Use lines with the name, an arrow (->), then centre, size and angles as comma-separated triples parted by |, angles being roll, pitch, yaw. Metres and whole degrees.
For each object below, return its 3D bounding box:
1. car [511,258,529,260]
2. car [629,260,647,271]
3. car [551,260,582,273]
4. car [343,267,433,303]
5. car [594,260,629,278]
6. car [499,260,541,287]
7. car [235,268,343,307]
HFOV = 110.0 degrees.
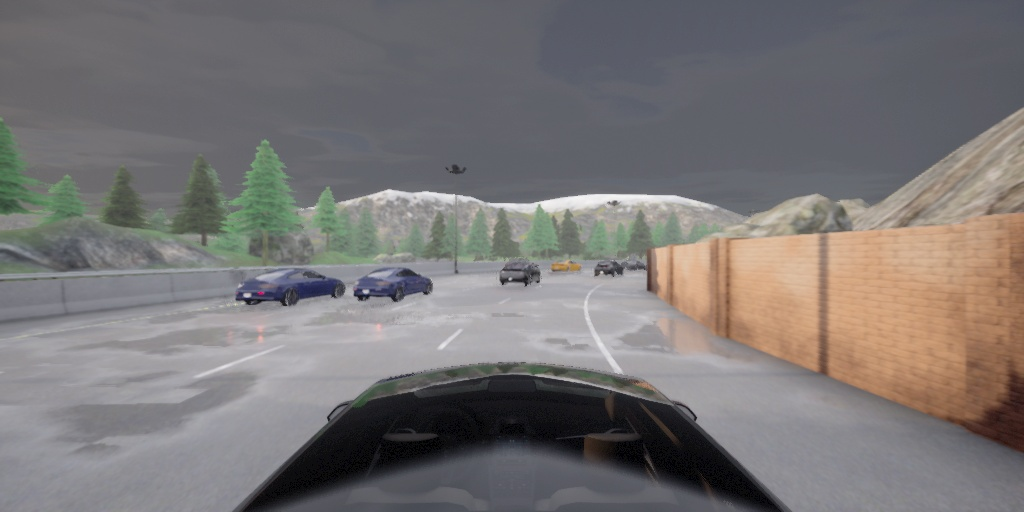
car -> 1.224, 1.052, 40.222 | 2.097, 1.767, 4.553 | 0, 0, 33
car -> 16.069, 1.234, 47.346 | 4.674, 1.442, 1.812 | 0, 0, -43
car -> 6.445, 1.182, 41.722 | 1.882, 1.535, 5.008 | -1, 0, 37
car -> -5.360, 1.249, 16.624 | 1.812, 1.442, 4.674 | 0, 0, 12
car -> 9.311, 1.222, 34.118 | 1.837, 1.490, 4.892 | -1, -1, 32
car -> 0.664, 1.211, 24.318 | 2.128, 1.511, 4.902 | 0, 0, 18
car -> -9.179, 1.247, 15.252 | 1.812, 1.442, 4.674 | 0, 0, 10
